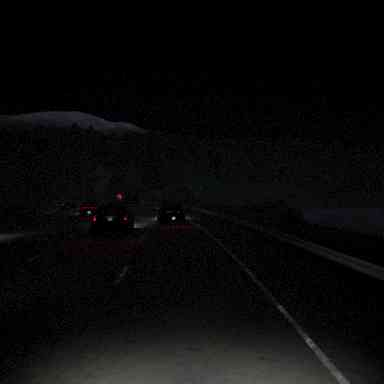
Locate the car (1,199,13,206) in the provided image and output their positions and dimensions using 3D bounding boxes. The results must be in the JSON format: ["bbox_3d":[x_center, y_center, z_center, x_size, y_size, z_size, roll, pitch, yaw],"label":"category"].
[{"bbox_3d":[-38.339,2.166,68.932,2.033,1.411,5.357,-1,0,-29],"label":"car"}]

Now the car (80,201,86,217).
[{"bbox_3d":[-10.506,1.699,34.565,1.837,1.490,4.892,0,0,-13],"label":"car"}]

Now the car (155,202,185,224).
[{"bbox_3d":[-1.667,1.554,25.370,1.837,1.490,4.892,0,0,-9],"label":"car"}]

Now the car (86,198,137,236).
[{"bbox_3d":[-4.505,1.439,19.333,2.097,1.767,4.553,-1,0,-7],"label":"car"}]

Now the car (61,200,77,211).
[{"bbox_3d":[-17.384,1.837,46.917,1.812,1.442,4.674,0,0,-18],"label":"car"}]

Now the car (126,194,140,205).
[{"bbox_3d":[-11.182,1.449,61.329,2.150,2.045,5.566,0,0,-23],"label":"car"}]
